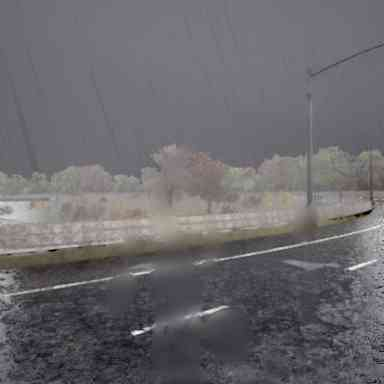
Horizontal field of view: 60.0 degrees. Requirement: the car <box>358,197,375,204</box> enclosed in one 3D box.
[{"bbox_3d":[39.068,1.794,74.608,2.097,1.767,4.553,0,0,8],"label":"car"}]
